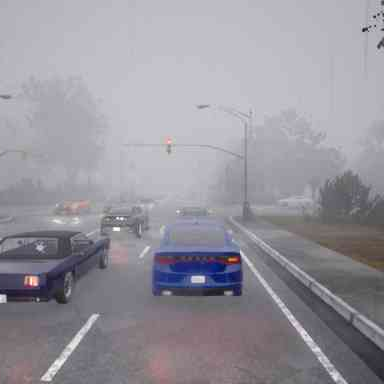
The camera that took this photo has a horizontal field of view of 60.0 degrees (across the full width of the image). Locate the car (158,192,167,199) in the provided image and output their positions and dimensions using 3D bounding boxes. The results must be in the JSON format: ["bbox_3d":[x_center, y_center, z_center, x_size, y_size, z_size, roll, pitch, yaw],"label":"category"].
[{"bbox_3d":[-7.152,0.756,80.482,1.882,1.535,5.008,0,1,-2],"label":"car"}]

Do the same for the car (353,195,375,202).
[{"bbox_3d":[22.471,1.174,43.359,4.892,1.490,1.837,0,1,-3],"label":"car"}]

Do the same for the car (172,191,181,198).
[{"bbox_3d":[-3.851,0.737,85.355,2.033,1.411,5.357,0,1,-4],"label":"car"}]

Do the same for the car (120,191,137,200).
[{"bbox_3d":[-10.518,0.787,55.195,2.150,2.045,5.566,0,1,0],"label":"car"}]

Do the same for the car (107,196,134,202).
[{"bbox_3d":[-7.057,1.338,31.439,1.994,1.385,4.181,0,1,0],"label":"car"}]

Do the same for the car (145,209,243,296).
[{"bbox_3d":[0.113,1.446,8.617,1.882,1.535,5.008,0,0,0],"label":"car"}]

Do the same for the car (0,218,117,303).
[{"bbox_3d":[-3.388,1.573,8.070,1.895,1.301,4.718,0,0,0],"label":"car"}]

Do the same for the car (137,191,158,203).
[{"bbox_3d":[-7.021,1.063,52.997,1.882,1.535,5.008,0,0,0],"label":"car"}]

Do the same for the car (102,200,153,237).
[{"bbox_3d":[-3.376,1.402,17.322,1.837,1.490,4.892,0,0,0],"label":"car"}]

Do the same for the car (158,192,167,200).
[{"bbox_3d":[-6.939,0.989,69.161,1.994,1.385,4.181,0,1,0],"label":"car"}]

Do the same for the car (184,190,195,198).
[{"bbox_3d":[-0.354,0.419,85.490,2.150,2.045,5.566,0,1,-4],"label":"car"}]

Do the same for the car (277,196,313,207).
[{"bbox_3d":[13.283,1.200,42.851,4.674,1.442,1.812,0,1,-3],"label":"car"}]

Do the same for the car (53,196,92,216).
[{"bbox_3d":[-10.560,1.141,29.686,2.097,1.767,4.553,0,0,0],"label":"car"}]

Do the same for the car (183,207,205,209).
[{"bbox_3d":[0.124,1.458,17.599,1.994,1.385,4.181,0,0,0],"label":"car"}]
